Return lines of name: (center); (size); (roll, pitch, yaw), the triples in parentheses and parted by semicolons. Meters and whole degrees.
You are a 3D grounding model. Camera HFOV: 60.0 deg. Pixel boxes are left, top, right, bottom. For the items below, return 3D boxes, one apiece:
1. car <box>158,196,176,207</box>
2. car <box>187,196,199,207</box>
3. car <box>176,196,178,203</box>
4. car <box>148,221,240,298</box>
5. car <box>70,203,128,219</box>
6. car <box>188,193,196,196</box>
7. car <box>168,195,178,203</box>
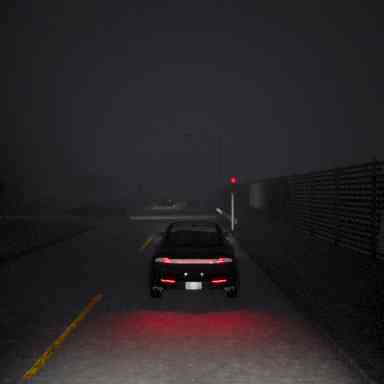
car: (-4.061, 1.366, 51.330); (2.097, 1.767, 4.553); (0, 0, 0)
car: (0.159, 1.614, 50.964); (1.895, 1.301, 4.718); (0, 0, 0)
car: (-4.027, 1.617, 60.698); (1.895, 1.301, 4.718); (0, 0, 0)
car: (0.054, 1.494, 8.493); (2.128, 1.511, 4.902); (0, 0, 1)
car: (-7.930, 1.608, 28.746); (4.718, 1.301, 1.895); (0, 0, -9)
car: (0.053, 1.249, 87.460); (2.150, 2.045, 5.566); (0, 0, 0)
car: (-3.953, 1.497, 71.133); (1.882, 1.535, 5.008); (0, 0, 0)
